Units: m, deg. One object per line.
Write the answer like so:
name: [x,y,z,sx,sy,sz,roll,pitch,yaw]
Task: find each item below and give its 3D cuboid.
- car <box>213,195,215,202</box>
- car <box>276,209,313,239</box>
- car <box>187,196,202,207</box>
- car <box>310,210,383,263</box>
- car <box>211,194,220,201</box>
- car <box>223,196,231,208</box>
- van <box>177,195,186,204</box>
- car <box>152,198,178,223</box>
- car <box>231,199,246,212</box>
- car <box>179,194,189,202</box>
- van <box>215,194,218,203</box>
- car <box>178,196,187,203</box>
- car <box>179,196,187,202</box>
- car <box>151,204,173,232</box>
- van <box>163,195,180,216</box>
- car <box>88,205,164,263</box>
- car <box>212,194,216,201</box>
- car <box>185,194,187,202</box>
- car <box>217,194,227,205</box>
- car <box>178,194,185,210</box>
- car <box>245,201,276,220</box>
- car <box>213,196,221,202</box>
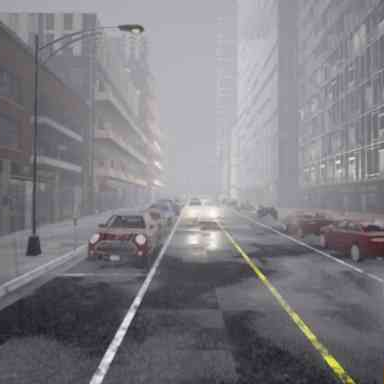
car: [6.285,1.710,73.007,1.947,1.339,4.313,1,0,0]
car: [6.111,1.601,17.527,1.887,1.381,4.507,1,0,0]
car: [0.520,1.570,53.821,1.882,1.535,5.008,0,0,0]
car: [6.094,1.592,11.979,1.887,1.381,4.507,1,0,0]
car: [6.343,1.482,89.650,2.192,1.841,5.009,1,0,0]
car: [6.215,1.693,50.815,1.802,1.307,4.206,1,0,0]
van: [-2.082,1.444,67.398,1.690,1.788,3.998,1,0,0]
car: [-2.249,1.472,23.025,1.967,1.590,4.097,1,0,0]
car: [6.182,1.619,39.888,1.752,1.417,4.829,1,0,0]
car: [-2.022,1.441,84.038,2.192,1.841,5.009,1,0,0]
van: [6.273,1.478,67.459,1.690,1.788,3.998,1,0,0]
car: [-2.062,1.636,72.774,1.752,1.417,4.829,1,0,0]
car: [-2.045,1.700,78.490,1.802,1.307,4.206,1,0,0]
car: [-2.269,1.567,17.478,1.887,1.381,4.507,1,0,0]
van: [-2.230,1.382,28.572,1.690,1.788,3.998,1,0,0]
car: [-2.284,1.453,11.930,1.967,1.590,4.097,1,0,0]
car: [6.305,1.592,78.555,1.967,1.590,4.097,1,0,0]
car: [-2.162,1.517,50.758,1.967,1.590,4.097,1,0,0]
car: [6.253,1.569,61.911,1.967,1.590,4.097,1,0,0]
car: [-2.212,1.365,34.118,2.192,1.841,5.009,1,0,0]
car: [6.146,1.625,28.623,2.008,1.369,4.403,1,0,0]
car: [6.321,1.685,84.273,1.752,1.417,4.829,1,0,0]
